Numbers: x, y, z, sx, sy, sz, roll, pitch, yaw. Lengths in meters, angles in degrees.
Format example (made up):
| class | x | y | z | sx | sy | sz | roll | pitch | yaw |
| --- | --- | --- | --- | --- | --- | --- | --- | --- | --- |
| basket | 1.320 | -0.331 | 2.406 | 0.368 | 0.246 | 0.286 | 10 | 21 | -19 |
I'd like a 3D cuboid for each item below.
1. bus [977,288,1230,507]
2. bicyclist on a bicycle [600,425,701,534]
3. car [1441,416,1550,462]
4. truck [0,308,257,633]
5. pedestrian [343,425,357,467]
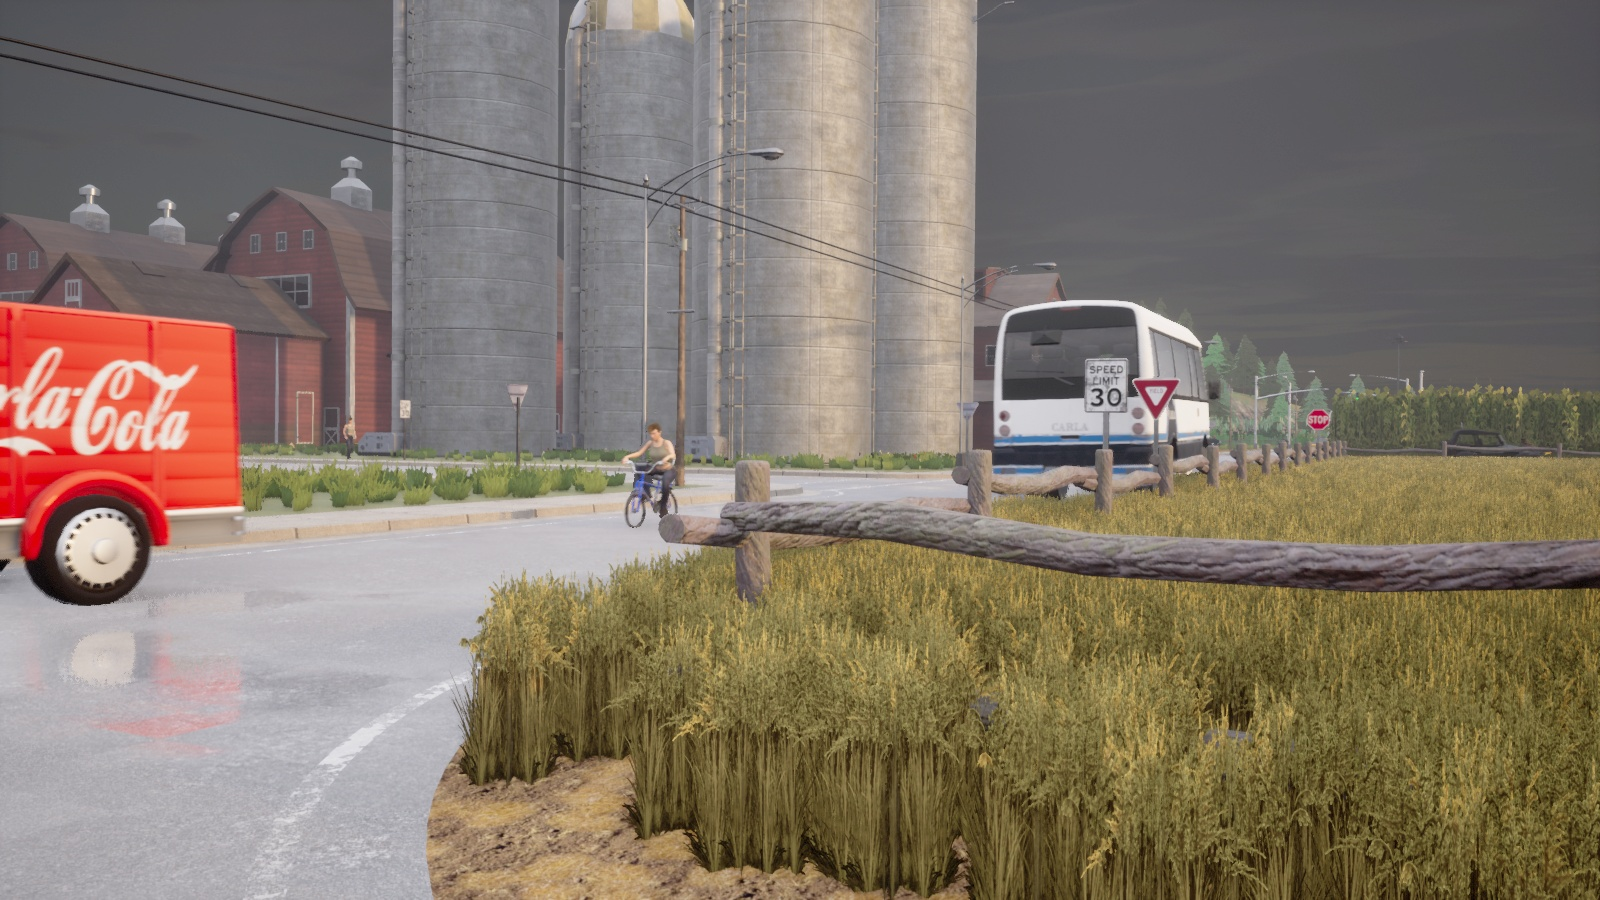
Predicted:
| class | x | y | z | sx | sy | sz | roll | pitch | yaw |
| --- | --- | --- | --- | --- | --- | --- | --- | --- | --- |
| bus | 7.650 | -1.126 | 29.999 | 3.944 | 4.253 | 10.273 | -2 | 1 | 24 |
| bicyclist on a bicycle | -2.300 | 0.423 | 19.450 | 0.866 | 1.612 | 1.509 | 0 | 1 | 25 |
| car | 29.524 | -0.470 | 53.429 | 3.866 | 1.878 | 1.905 | 0 | 1 | 24 |
| truck | -7.418 | 0.167 | 9.859 | 2.627 | 2.467 | 5.204 | 0 | 1 | 31 |
| pedestrian | -19.480 | -0.179 | 54.345 | 0.594 | 1.836 | 0.345 | 0 | 1 | 44 |
